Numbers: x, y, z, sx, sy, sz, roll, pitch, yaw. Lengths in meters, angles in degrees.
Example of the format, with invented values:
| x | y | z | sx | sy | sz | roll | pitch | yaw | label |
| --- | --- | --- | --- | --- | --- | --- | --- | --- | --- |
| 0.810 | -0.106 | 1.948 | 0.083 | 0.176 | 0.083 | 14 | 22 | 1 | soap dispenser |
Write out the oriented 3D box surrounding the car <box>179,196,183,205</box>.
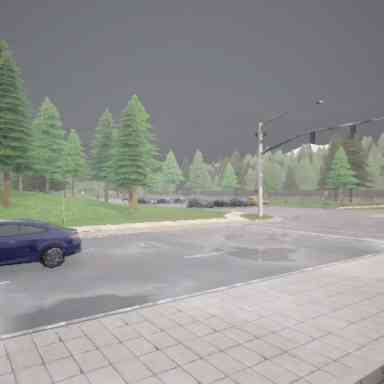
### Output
| x | y | z | sx | sy | sz | roll | pitch | yaw | label |
| --- | --- | --- | --- | --- | --- | --- | --- | --- | --- |
| -2.207 | 1.525 | 61.297 | 1.812 | 1.442 | 4.674 | 0 | 0 | -35 | car |

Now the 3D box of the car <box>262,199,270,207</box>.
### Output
| x | y | z | sx | sy | sz | roll | pitch | yaw | label |
| --- | --- | --- | --- | --- | --- | --- | --- | --- | --- |
| 9.605 | 1.477 | 50.510 | 1.882 | 1.535 | 5.008 | 0 | 0 | -35 | car |

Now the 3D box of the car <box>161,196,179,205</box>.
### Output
| x | y | z | sx | sy | sz | roll | pitch | yaw | label |
| --- | --- | --- | --- | --- | --- | --- | --- | --- | --- |
| -4.690 | 1.525 | 58.723 | 1.812 | 1.442 | 4.674 | 0 | 0 | -35 | car |

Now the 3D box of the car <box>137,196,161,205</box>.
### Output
| x | y | z | sx | sy | sz | roll | pitch | yaw | label |
| --- | --- | --- | --- | --- | --- | --- | --- | --- | --- |
| -7.911 | 1.490 | 57.219 | 2.128 | 1.511 | 4.902 | 0 | 0 | -35 | car |

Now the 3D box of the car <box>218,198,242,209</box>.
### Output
| x | y | z | sx | sy | sz | roll | pitch | yaw | label |
| --- | --- | --- | --- | --- | --- | --- | --- | --- | --- |
| 4.249 | 1.600 | 45.950 | 1.895 | 1.301 | 4.718 | 0 | 0 | -35 | car |

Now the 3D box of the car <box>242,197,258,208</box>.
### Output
| x | y | z | sx | sy | sz | roll | pitch | yaw | label |
| --- | --- | --- | --- | --- | --- | --- | --- | --- | --- |
| 6.937 | 1.546 | 48.215 | 2.033 | 1.411 | 5.357 | 0 | 0 | -35 | car |

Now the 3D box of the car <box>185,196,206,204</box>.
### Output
| x | y | z | sx | sy | sz | roll | pitch | yaw | label |
| --- | --- | --- | --- | --- | --- | --- | --- | --- | --- |
| 0.564 | 1.564 | 63.460 | 1.994 | 1.385 | 4.181 | 0 | 0 | -35 | car |

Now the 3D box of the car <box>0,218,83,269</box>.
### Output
| x | y | z | sx | sy | sz | roll | pitch | yaw | label |
| --- | --- | --- | --- | --- | --- | --- | --- | --- | --- |
| -5.627 | 1.526 | 9.697 | 4.674 | 1.442 | 1.812 | 0 | 0 | -36 | car |

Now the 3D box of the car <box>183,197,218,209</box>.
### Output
| x | y | z | sx | sy | sz | roll | pitch | yaw | label |
| --- | --- | --- | --- | --- | --- | --- | --- | --- | --- |
| 1.081 | 1.563 | 44.373 | 1.994 | 1.385 | 4.181 | 0 | 0 | -35 | car |
